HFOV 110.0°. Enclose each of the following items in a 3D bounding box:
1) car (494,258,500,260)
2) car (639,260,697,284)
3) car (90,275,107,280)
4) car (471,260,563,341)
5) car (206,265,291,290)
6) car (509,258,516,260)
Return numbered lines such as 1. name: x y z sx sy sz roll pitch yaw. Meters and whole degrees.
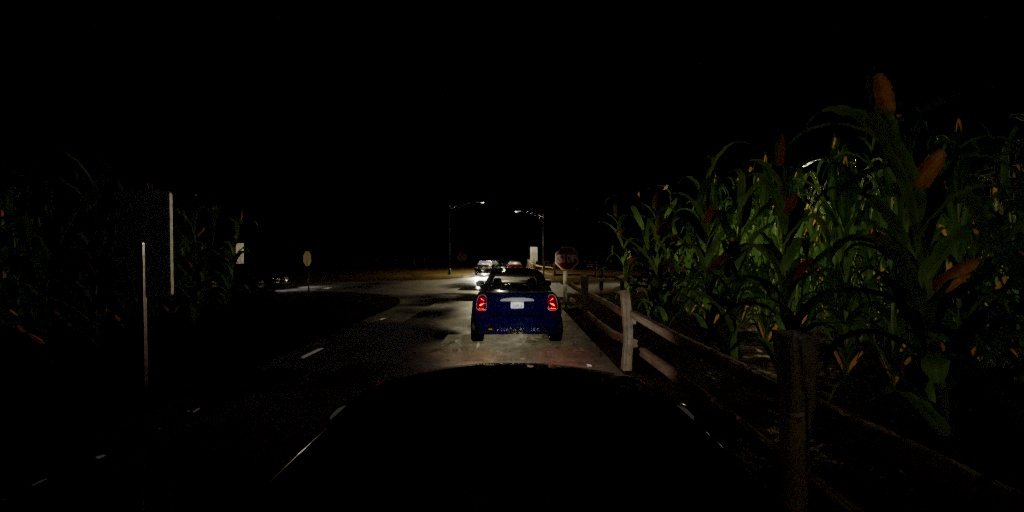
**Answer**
1. car: -2.810 1.211 38.158 2.128 1.511 4.902 0 0 2
2. car: 11.408 1.063 25.268 4.553 1.767 2.097 0 1 -3
3. car: -26.537 1.373 22.523 4.181 1.385 1.994 0 1 1
4. car: 0.059 1.098 9.993 2.097 1.767 4.553 0 0 -2
5. car: -16.557 1.289 22.488 4.892 1.490 1.837 0 1 0
6. car: 0.276 1.263 41.419 2.033 1.411 5.357 0 0 -1
